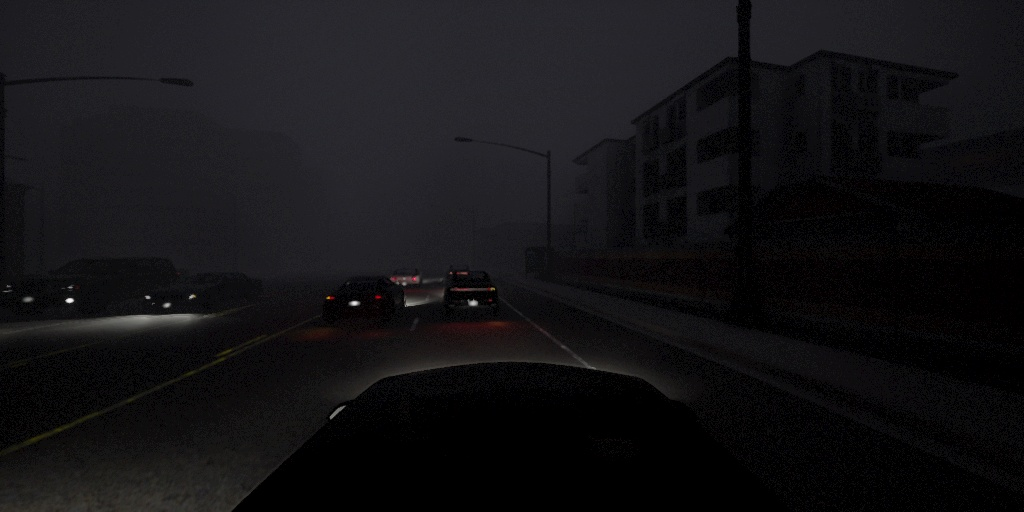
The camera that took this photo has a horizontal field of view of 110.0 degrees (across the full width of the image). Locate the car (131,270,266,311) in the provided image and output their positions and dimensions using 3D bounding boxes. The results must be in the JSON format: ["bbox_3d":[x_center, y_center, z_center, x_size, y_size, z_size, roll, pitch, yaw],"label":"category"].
[{"bbox_3d":[-12.742,1.384,15.377,2.033,1.411,5.357,0,0,-10],"label":"car"}]

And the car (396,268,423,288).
[{"bbox_3d":[-7.216,1.479,24.821,1.895,1.301,4.718,0,0,-11],"label":"car"}]

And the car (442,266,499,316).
[{"bbox_3d":[-1.646,1.306,13.820,2.128,1.511,4.902,0,0,-10],"label":"car"}]

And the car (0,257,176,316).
[{"bbox_3d":[-16.102,1.056,14.290,2.150,2.045,5.566,0,0,-10],"label":"car"}]

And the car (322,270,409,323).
[{"bbox_3d":[-4.976,1.376,12.531,1.994,1.385,4.181,0,0,-10],"label":"car"}]
